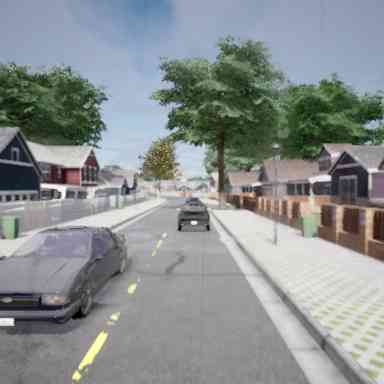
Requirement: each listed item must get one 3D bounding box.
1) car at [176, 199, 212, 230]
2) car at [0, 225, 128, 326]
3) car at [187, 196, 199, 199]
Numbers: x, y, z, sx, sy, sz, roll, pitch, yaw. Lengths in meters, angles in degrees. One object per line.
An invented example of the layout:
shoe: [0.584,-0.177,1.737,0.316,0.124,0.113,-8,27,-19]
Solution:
car: [0.114,1.385,20.251,1.837,1.490,4.892,0,0,0]
car: [-2.744,1.502,7.531,2.033,1.411,5.357,0,0,0]
car: [0.126,1.244,38.621,1.882,1.535,5.008,0,0,0]
